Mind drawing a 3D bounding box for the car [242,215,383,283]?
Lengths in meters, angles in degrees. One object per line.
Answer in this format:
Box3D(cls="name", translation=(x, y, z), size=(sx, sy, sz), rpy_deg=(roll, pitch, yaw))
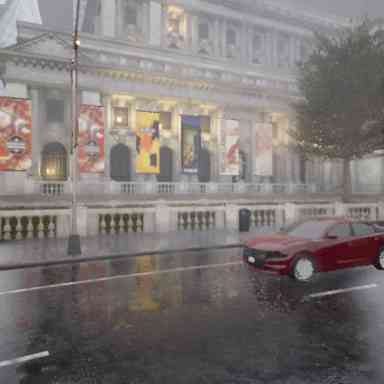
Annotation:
Box3D(cls="car", translation=(3.809, 1.470, 9.647), size=(5.008, 1.535, 1.882), rpy_deg=(0, 0, -25))
